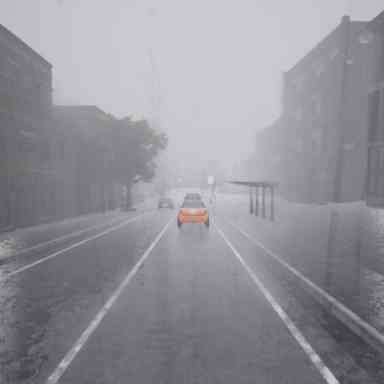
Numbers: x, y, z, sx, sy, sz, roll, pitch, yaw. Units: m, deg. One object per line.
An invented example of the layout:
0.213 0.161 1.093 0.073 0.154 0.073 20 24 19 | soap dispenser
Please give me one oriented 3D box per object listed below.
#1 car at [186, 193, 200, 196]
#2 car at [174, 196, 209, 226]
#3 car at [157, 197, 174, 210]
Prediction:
0.101 1.153 42.771 2.150 2.045 5.566 0 0 0 | car
0.085 1.358 23.527 2.097 1.767 4.553 0 0 0 | car
-3.180 1.436 41.274 2.128 1.511 4.902 0 0 1 | car
